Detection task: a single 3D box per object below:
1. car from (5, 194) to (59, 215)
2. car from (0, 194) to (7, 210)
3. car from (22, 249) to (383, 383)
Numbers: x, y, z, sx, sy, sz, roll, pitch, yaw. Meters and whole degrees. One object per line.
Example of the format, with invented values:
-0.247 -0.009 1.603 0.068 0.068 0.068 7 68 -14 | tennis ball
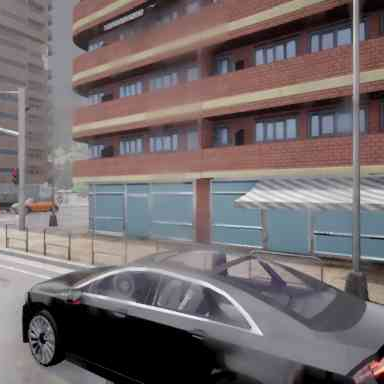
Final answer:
-16.287 1.352 34.487 2.097 1.767 4.553 0 0 36 | car
-20.213 1.221 35.044 2.150 2.045 5.566 0 0 35 | car
-0.202 1.491 4.133 4.902 1.511 2.128 0 0 35 | car
